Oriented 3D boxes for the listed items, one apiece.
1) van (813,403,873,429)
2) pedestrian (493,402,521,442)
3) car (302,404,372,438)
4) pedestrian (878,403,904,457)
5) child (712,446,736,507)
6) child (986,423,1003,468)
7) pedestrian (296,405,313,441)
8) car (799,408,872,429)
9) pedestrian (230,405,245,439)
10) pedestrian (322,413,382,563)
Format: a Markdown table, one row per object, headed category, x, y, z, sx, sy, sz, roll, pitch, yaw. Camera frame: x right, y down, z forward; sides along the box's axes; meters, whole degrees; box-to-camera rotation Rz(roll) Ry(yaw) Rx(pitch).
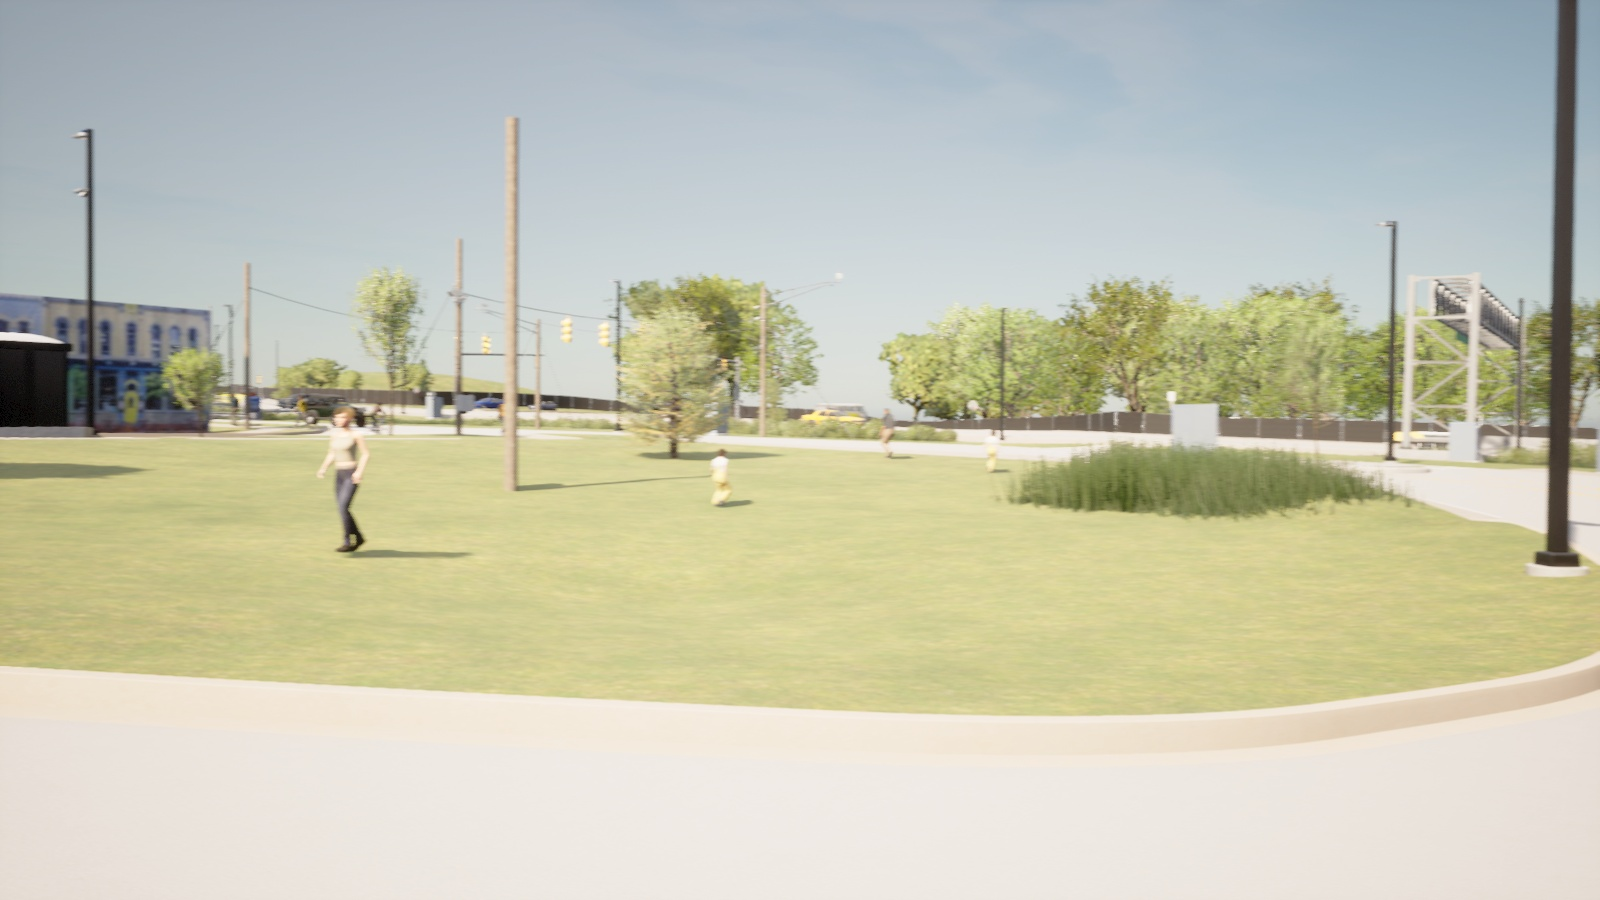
| category | x | y | z | sx | sy | sz | roll | pitch | yaw |
| --- | --- | --- | --- | --- | --- | --- | --- | --- | --- |
| van | 3.387 | -2.709 | 98.646 | 4.442 | 1.987 | 1.775 | 2 | 2 | 34 |
| pedestrian | -13.536 | -1.290 | 58.047 | 0.900 | 1.855 | 0.874 | 0 | 1 | 41 |
| car | -26.881 | -1.690 | 72.941 | 3.866 | 1.878 | 1.905 | 1 | 2 | 34 |
| pedestrian | 3.148 | -0.687 | 43.502 | 0.694 | 1.848 | 0.540 | 0 | 2 | 44 |
| child | -1.578 | 0.547 | 26.156 | 0.270 | 1.263 | 0.437 | 0 | 1 | 36 |
| child | 5.524 | -0.123 | 35.691 | 0.437 | 1.263 | 0.270 | -2 | 2 | -44 |
| pedestrian | -25.677 | -1.408 | 65.057 | 0.709 | 1.840 | 0.431 | -1 | 1 | -2 |
| car | 2.630 | -2.405 | 94.948 | 5.366 | 1.575 | 1.801 | 2 | 2 | 34 |
| pedestrian | -30.650 | -1.544 | 68.396 | 0.726 | 1.835 | 0.370 | 0 | 1 | 33 |
| pedestrian | -5.593 | 0.464 | 15.687 | 0.345 | 1.836 | 0.594 | 0 | 1 | 27 |
